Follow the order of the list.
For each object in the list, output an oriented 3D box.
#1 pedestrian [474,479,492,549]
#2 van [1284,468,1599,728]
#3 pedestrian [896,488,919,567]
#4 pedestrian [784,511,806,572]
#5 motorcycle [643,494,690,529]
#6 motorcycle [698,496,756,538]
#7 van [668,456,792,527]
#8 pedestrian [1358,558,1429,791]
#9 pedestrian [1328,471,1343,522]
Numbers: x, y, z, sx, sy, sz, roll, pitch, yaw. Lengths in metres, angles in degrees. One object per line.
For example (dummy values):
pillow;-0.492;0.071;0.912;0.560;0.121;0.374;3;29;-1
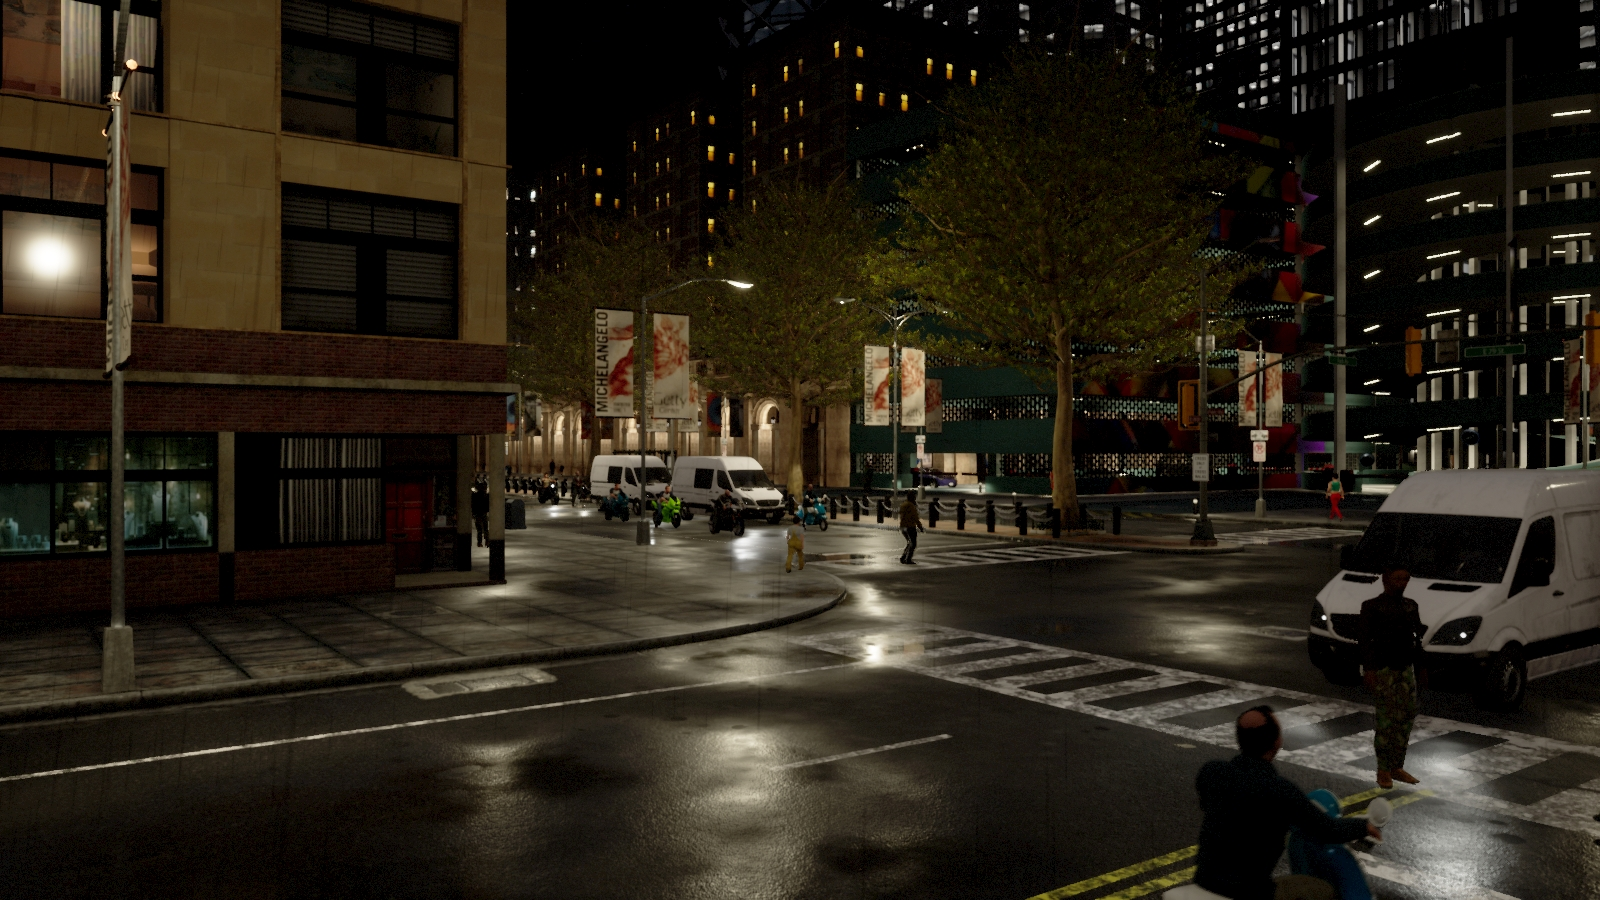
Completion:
pedestrian;-8.452;1.698;30.478;0.375;1.860;0.375;0;0;-28
van;8.579;1.535;14.052;5.915;2.561;1.988;0;0;-35
pedestrian;2.582;1.849;27.440;0.375;1.860;0.375;0;0;-37
pedestrian;-0.113;1.978;24.758;0.375;1.300;0.375;0;0;21
motorcycle;-4.824;2.213;41.273;0.803;1.145;2.033;0;0;-35
motorcycle;-2.440;2.205;37.889;0.867;1.251;2.209;0;0;-35
van;-2.818;1.534;44.499;1.988;2.561;5.915;0;0;-35
pedestrian;4.933;1.848;9.505;0.375;1.860;0.375;0;0;-6
pedestrian;19.703;1.698;42.038;0.375;1.860;0.375;0;0;-2
